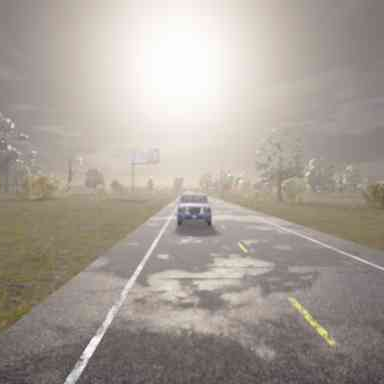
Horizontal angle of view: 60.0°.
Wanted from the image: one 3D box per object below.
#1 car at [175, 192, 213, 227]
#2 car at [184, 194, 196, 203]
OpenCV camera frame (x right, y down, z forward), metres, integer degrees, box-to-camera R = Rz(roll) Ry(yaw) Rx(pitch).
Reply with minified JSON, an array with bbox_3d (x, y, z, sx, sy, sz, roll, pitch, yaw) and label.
[{"bbox_3d":[0.118,1.057,22.009,2.150,2.045,5.566,0,0,-1],"label":"car"},{"bbox_3d":[-0.346,1.061,58.590,2.128,1.511,4.902,0,0,-1],"label":"car"}]
